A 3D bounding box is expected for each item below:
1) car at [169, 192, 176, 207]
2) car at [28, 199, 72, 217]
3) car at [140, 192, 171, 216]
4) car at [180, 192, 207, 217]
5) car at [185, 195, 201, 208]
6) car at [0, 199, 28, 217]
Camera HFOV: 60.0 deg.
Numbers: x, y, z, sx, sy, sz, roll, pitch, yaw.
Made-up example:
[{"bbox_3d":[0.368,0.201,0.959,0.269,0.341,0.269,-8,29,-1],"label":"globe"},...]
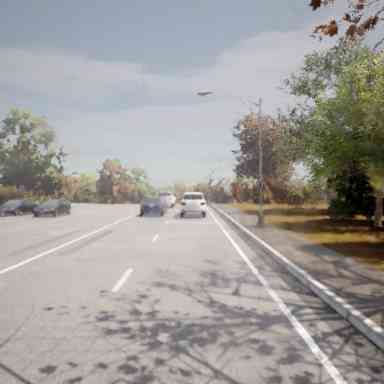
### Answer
[{"bbox_3d":[-3.350,0.942,43.966,2.150,2.045,5.566,0,1,1],"label":"car"},{"bbox_3d":[-11.947,1.345,28.872,1.812,1.442,4.674,0,0,0],"label":"car"},{"bbox_3d":[-3.381,1.166,30.035,2.097,1.767,4.553,0,0,0],"label":"car"},{"bbox_3d":[0.109,1.046,29.069,2.150,2.045,5.566,0,1,1],"label":"car"},{"bbox_3d":[0.151,1.212,44.191,2.128,1.511,4.902,0,1,1],"label":"car"},{"bbox_3d":[-15.480,1.335,29.485,1.812,1.442,4.674,0,0,1],"label":"car"}]
